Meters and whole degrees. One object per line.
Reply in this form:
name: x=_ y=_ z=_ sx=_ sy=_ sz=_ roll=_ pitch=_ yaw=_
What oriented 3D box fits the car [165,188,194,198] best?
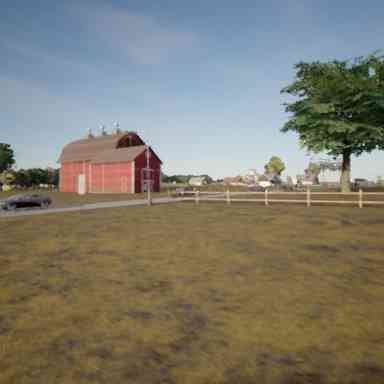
car: x=-1.584 y=0.078 z=48.105 sx=2.033 sy=1.411 sz=5.357 roll=0 pitch=2 yaw=36

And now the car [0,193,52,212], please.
car: x=-14.909 y=0.857 z=29.407 sx=2.128 sy=1.511 sz=4.902 roll=0 pitch=2 yaw=35

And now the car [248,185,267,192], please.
car: x=12.384 y=-0.603 z=62.685 sx=2.033 sy=1.411 sz=5.357 roll=0 pitch=2 yaw=35

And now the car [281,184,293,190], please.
car: x=21.514 y=-1.131 z=75.692 sx=1.837 sy=1.490 sz=4.892 roll=0 pitch=2 yaw=35
